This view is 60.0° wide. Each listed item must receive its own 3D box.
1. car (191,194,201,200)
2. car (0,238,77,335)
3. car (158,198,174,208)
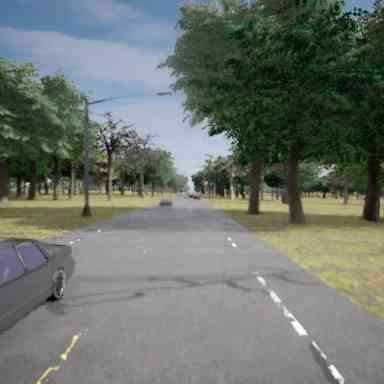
[{"bbox_3d":[1.230,1.426,86.738,1.837,1.490,4.892,0,0,0],"label":"car"},{"bbox_3d":[-3.599,1.532,5.498,2.033,1.411,5.357,0,0,0],"label":"car"},{"bbox_3d":[-3.579,1.517,46.434,1.895,1.301,4.718,0,0,0],"label":"car"}]
